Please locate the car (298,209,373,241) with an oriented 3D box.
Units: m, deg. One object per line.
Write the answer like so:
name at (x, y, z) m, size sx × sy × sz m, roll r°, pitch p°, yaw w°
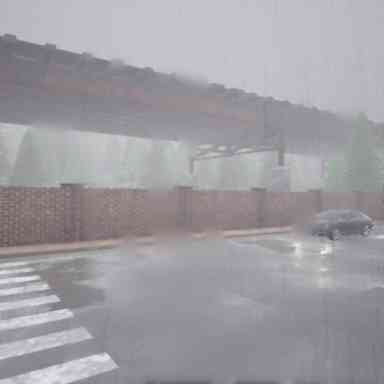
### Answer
car at (7.732, 1.680, 17.765) m, size 4.892 × 1.490 × 1.837 m, roll 1°, pitch -1°, yaw -34°
